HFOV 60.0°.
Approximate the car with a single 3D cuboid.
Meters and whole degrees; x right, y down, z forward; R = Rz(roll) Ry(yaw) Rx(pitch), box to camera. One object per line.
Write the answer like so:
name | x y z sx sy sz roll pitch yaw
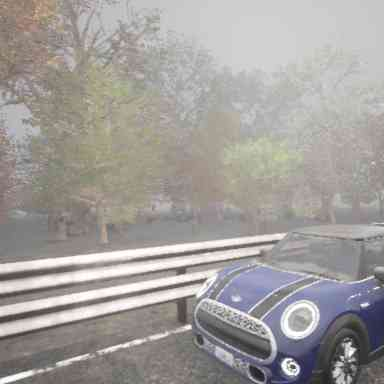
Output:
car | 2.212 1.352 5.260 4.553 1.767 2.097 0 0 -35
